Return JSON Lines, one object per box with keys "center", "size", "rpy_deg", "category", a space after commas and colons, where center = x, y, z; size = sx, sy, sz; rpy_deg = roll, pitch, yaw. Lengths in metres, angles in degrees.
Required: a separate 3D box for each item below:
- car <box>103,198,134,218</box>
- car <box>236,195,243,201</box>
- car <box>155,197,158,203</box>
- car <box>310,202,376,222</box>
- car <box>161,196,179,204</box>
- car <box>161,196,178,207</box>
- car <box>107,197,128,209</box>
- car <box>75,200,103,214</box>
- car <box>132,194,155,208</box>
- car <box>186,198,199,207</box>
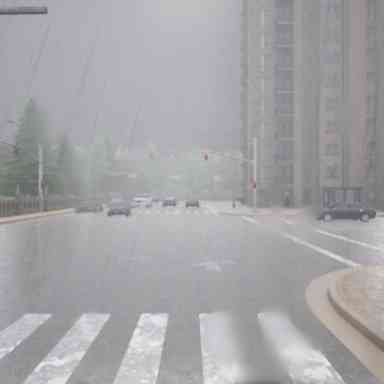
{"center": [-6.698, 1.519, 30.786], "size": [1.837, 1.490, 4.892], "rpy_deg": [-1, 0, -7], "category": "car"}
{"center": [12.948, 1.531, 80.548], "size": [4.892, 1.490, 1.837], "rpy_deg": [0, 0, -24], "category": "car"}
{"center": [-8.267, 1.551, 66.575], "size": [1.812, 1.442, 4.674], "rpy_deg": [0, 0, 19], "category": "car"}
{"center": [11.825, 1.570, 26.215], "size": [4.892, 1.490, 1.837], "rpy_deg": [0, 0, 0], "category": "car"}
{"center": [-4.420, 1.551, 66.639], "size": [1.812, 1.442, 4.674], "rpy_deg": [0, 0, 22], "category": "car"}
{"center": [-3.414, 1.546, 52.545], "size": [1.812, 1.442, 4.674], "rpy_deg": [0, 0, 1], "category": "car"}
{"center": [-10.585, 1.545, 47.668], "size": [1.812, 1.442, 4.674], "rpy_deg": [0, 0, 1], "category": "car"}
{"center": [-10.653, 1.578, 34.869], "size": [1.994, 1.385, 4.181], "rpy_deg": [0, 0, 0], "category": "car"}
{"center": [-7.111, 1.241, 47.307], "size": [2.150, 2.045, 5.566], "rpy_deg": [0, 0, 1], "category": "car"}
{"center": [0.094, 1.584, 52.188], "size": [1.994, 1.385, 4.181], "rpy_deg": [0, 0, 1], "category": "car"}
